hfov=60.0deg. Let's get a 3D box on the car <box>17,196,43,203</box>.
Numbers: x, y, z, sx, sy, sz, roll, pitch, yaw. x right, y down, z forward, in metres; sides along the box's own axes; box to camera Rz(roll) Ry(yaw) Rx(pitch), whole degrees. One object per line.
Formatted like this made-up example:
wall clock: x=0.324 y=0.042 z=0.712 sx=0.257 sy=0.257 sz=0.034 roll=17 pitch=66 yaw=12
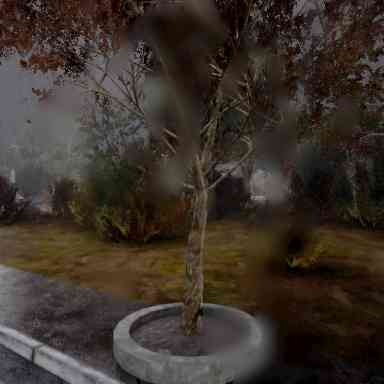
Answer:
car: x=-22.061 y=1.217 z=44.900 sx=2.033 sy=1.411 sz=5.357 roll=1 pitch=0 yaw=32
